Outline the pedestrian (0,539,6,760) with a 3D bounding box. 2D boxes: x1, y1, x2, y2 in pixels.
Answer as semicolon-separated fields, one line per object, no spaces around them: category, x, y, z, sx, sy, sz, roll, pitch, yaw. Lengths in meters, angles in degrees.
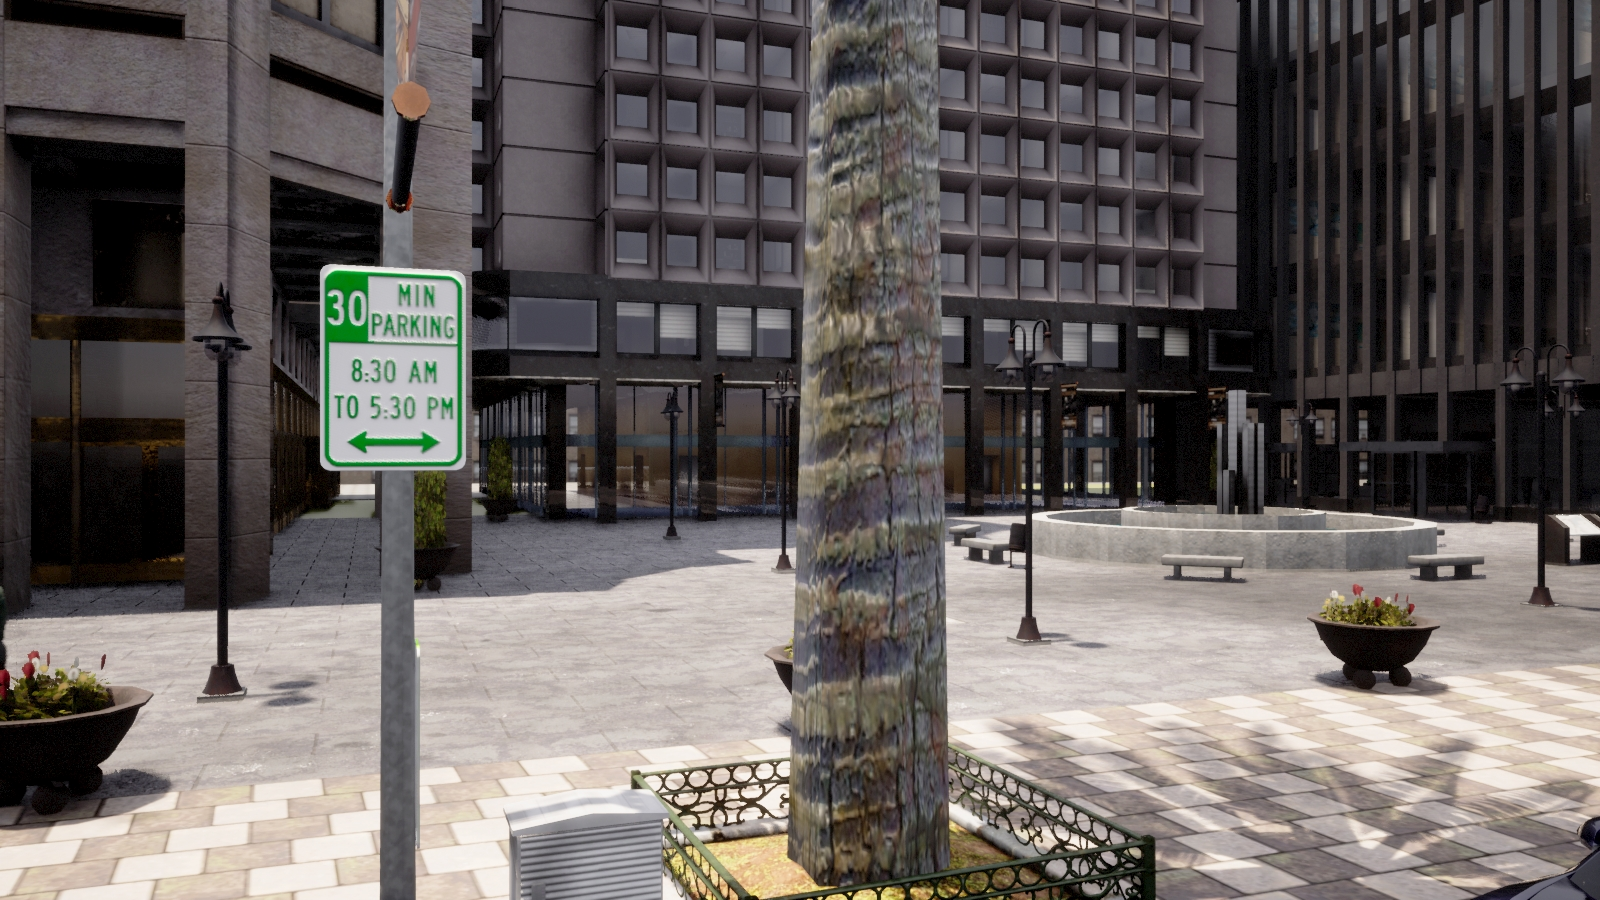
pedestrian;-6.971;1.703;9.639;0.375;1.860;0.375;0;0;-22
